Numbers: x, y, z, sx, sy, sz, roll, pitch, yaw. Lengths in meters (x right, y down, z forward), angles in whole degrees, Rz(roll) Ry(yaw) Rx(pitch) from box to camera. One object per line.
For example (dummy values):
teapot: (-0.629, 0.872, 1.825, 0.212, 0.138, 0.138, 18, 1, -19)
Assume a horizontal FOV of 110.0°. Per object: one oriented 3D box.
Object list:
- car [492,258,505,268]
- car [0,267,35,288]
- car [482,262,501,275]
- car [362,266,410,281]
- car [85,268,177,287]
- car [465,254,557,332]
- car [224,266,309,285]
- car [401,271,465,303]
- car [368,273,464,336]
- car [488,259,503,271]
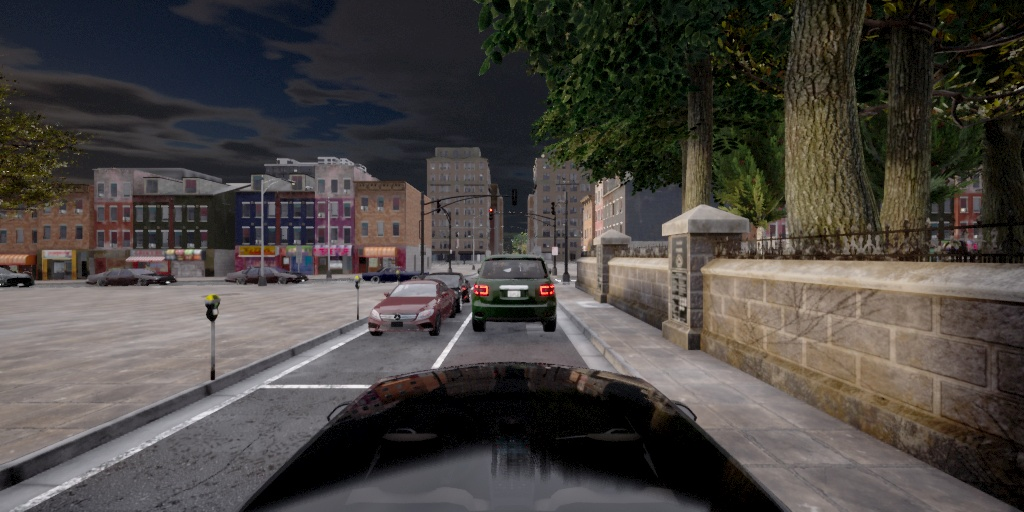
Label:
car: (-2.283, 1.213, 61.622, 1.882, 1.535, 5.008, 0, 0, 0)
car: (-38.982, 1.608, 26.818, 4.553, 1.767, 2.097, -1, 0, 0)
car: (-2.280, 1.342, 40.767, 1.895, 1.301, 4.718, 0, 0, 0)
car: (-8.557, 1.426, 26.899, 4.718, 1.301, 1.895, -1, 0, 0)
car: (-28.419, 1.623, 26.832, 5.357, 1.411, 2.033, -1, 0, 0)
car: (0.076, 0.971, 10.997, 2.150, 2.045, 5.566, 0, 0, 1)
car: (-18.318, 1.482, 26.866, 5.357, 1.411, 2.033, -1, 0, 0)
car: (-2.638, 1.315, 13.981, 1.948, 1.339, 4.313, 0, 0, 0)
car: (-2.638, 1.331, 10.318, 1.802, 1.307, 4.207, 0, 0, 0)
car: (-2.294, 1.216, 51.180, 1.882, 1.535, 5.008, 0, 0, 0)
